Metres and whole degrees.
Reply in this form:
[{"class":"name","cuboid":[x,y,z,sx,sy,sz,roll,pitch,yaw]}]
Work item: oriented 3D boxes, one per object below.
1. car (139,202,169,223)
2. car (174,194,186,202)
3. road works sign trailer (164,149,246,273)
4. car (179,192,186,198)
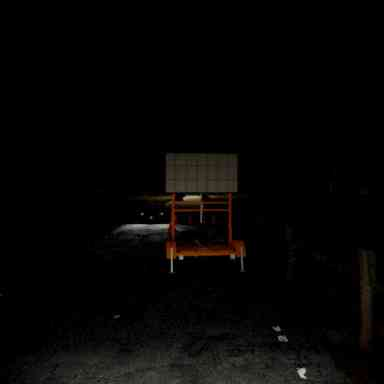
[{"class":"car","cuboid":[-2.808,1.494,25.316,1.812,1.442,4.674,0,0,0]},{"class":"car","cuboid":[-2.670,1.196,66.165,1.882,1.535,5.008,0,1,1]},{"class":"road works sign trailer","cuboid":[0.291,0.455,10.682,2.380,3.560,2.880,0,0,-6]},{"class":"car","cuboid":[-2.599,0.773,90.647,1.895,1.301,4.718,0,2,0]}]
